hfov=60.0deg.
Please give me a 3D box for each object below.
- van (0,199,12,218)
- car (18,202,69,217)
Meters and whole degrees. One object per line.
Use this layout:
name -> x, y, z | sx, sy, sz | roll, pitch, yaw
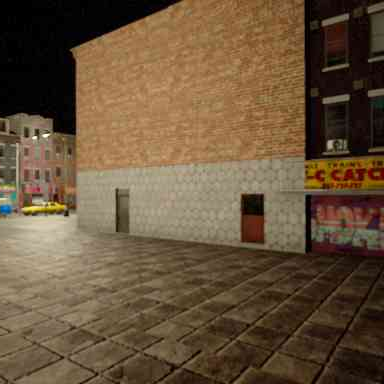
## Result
van -> -18.235, 1.484, 29.536 | 1.690, 1.788, 3.998 | 0, 0, 36
car -> -15.057, 1.664, 33.954 | 1.752, 1.417, 4.829 | 0, 0, 36
